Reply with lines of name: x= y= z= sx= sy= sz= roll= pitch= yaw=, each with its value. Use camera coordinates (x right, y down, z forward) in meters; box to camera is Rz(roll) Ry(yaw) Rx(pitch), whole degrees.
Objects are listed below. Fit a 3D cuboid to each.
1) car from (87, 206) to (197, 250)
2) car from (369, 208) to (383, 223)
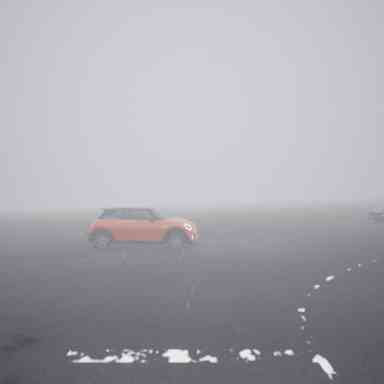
car: x=-2.056 y=1.414 z=14.453 sx=4.553 sy=1.767 sz=2.097 roll=0 pitch=1 yaw=0
car: x=14.074 y=1.247 z=21.421 sx=5.008 sy=1.535 sz=1.882 roll=-2 pitch=1 yaw=0
